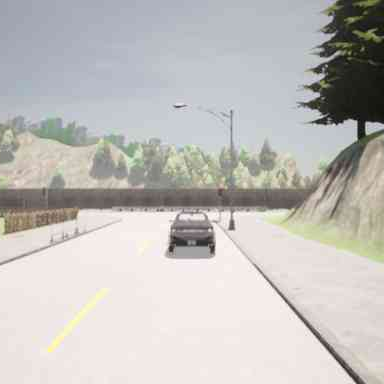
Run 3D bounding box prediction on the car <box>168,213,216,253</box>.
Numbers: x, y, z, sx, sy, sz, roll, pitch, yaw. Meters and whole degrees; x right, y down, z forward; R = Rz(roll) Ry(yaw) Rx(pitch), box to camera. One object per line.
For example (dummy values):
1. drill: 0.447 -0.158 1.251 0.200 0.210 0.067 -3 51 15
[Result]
1. car: -0.001 1.627 14.292 2.128 1.511 4.902 0 0 0
